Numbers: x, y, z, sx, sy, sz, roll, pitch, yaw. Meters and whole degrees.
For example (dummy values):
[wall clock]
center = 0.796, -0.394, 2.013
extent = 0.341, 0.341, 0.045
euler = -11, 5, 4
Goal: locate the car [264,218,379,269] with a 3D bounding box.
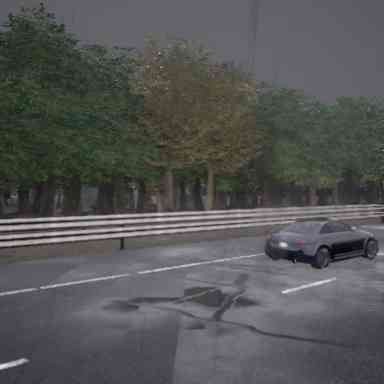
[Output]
[car]
center = 4.430, 1.574, 11.221
extent = 4.181, 1.385, 1.994
euler = 0, 0, -34
